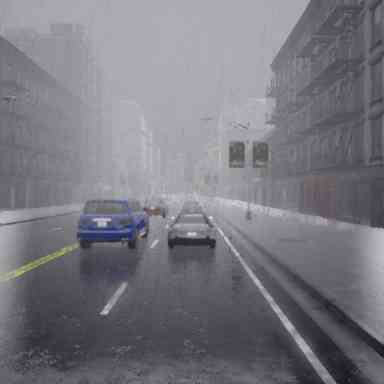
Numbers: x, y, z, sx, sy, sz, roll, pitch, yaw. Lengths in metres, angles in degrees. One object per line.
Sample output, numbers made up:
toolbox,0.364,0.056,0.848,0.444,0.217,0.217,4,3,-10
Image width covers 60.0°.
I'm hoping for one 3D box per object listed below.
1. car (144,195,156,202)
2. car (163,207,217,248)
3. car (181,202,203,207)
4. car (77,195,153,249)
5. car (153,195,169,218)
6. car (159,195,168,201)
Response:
car,-9.750,1.372,76.693,2.128,1.511,4.902,0,0,0
car,0.000,1.570,14.651,1.994,1.385,4.181,0,0,0
car,0.000,1.559,29.650,2.033,1.411,5.357,0,0,0
car,-3.250,1.255,14.680,2.150,2.045,5.566,0,0,0
car,-3.249,1.362,29.620,2.097,1.767,4.553,0,0,0
car,-6.500,1.371,76.693,1.812,1.442,4.674,0,0,0
